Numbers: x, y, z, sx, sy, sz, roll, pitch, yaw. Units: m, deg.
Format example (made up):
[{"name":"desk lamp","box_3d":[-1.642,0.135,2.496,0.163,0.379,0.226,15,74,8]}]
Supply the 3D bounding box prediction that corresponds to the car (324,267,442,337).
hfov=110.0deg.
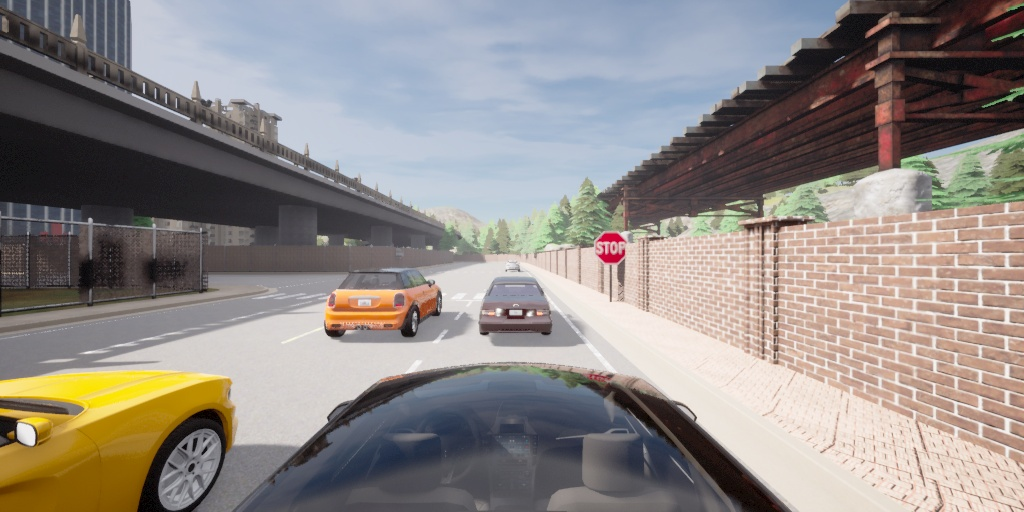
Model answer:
[{"name":"car","box_3d":[-3.419,1.102,10.433,2.097,1.767,4.553,0,0,0]}]

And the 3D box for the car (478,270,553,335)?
[{"name":"car","box_3d":[0.082,1.297,10.454,2.033,1.411,5.357,0,0,0]}]

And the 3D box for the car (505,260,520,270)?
[{"name":"car","box_3d":[0.085,1.276,46.320,1.812,1.442,4.674,0,0,-1]}]

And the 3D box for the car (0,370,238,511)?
[{"name":"car","box_3d":[-3.398,1.228,1.175,1.882,1.535,5.008,0,0,0]}]
